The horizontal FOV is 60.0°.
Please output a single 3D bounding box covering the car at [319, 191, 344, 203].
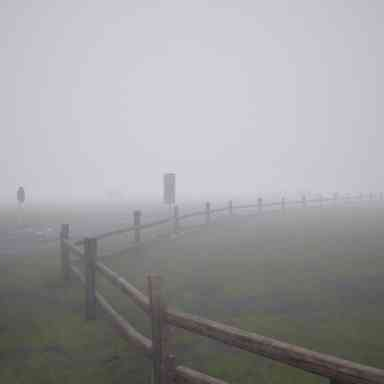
[{"bbox_3d":[19.560,0.673,46.615,5.008,1.535,1.882,-1,1,-43],"label":"car"}]
